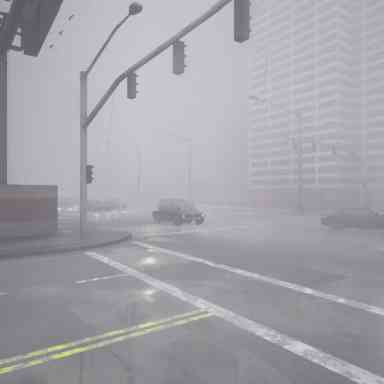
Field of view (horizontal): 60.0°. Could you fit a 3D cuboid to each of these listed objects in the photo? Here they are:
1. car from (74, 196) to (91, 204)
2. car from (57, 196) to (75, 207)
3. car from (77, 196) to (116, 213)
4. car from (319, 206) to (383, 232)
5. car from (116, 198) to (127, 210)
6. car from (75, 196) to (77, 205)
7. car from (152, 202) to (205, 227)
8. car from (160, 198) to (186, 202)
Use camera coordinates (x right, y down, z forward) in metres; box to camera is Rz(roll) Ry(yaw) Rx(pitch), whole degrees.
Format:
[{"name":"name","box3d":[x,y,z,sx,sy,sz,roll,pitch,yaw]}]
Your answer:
[{"name":"car","box3d":[-21.536,1.526,65.115,1.812,1.442,4.674,0,0,-35]},{"name":"car","box3d":[-19.695,1.478,50.109,1.882,1.535,5.008,0,0,-35]},{"name":"car","box3d":[-10.906,1.547,37.586,2.033,1.411,5.357,0,0,-35]},{"name":"car","box3d":[9.802,1.526,19.087,4.674,1.442,1.812,0,1,24]},{"name":"car","box3d":[-9.896,1.492,42.229,2.128,1.511,4.902,0,0,-35]},{"name":"car","box3d":[-20.175,1.515,56.948,2.128,1.511,4.902,0,0,-35]},{"name":"car","box3d":[-1.020,1.601,23.224,1.895,1.301,4.718,0,0,-31]},{"name":"car","box3d":[-1.427,1.351,30.226,2.097,1.767,4.553,0,0,-35]}]
